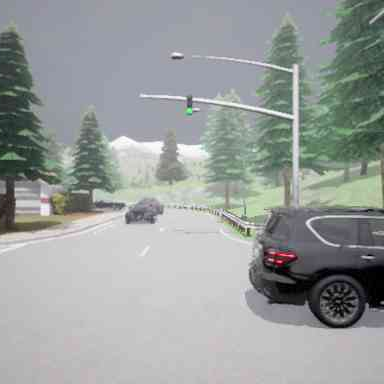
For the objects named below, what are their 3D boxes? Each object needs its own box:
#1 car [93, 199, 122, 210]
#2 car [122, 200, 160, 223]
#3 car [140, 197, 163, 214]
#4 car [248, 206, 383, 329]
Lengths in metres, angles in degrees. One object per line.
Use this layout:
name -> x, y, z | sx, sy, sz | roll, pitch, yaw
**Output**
car -> -10.949, 1.574, 42.566 | 4.718, 1.301, 1.895 | 0, 0, 15
car -> -3.722, 1.544, 24.962 | 1.994, 1.385, 4.181 | 0, 0, -2
car -> -4.455, 1.324, 34.761 | 2.097, 1.767, 4.553 | 0, 0, -19
car -> 3.920, 1.338, 6.476 | 5.566, 2.045, 2.150 | 1, 0, -1
